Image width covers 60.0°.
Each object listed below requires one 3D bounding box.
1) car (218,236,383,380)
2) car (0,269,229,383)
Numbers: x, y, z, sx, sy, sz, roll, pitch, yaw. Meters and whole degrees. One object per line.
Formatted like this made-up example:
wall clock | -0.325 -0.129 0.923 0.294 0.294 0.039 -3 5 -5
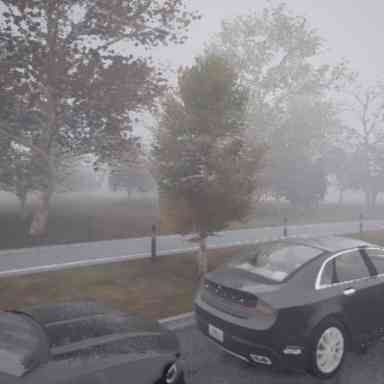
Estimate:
car | 2.340 1.481 5.488 4.892 1.521 2.231 -1 0 -33
car | -2.360 1.503 2.247 5.008 1.535 2.097 -1 0 -35
